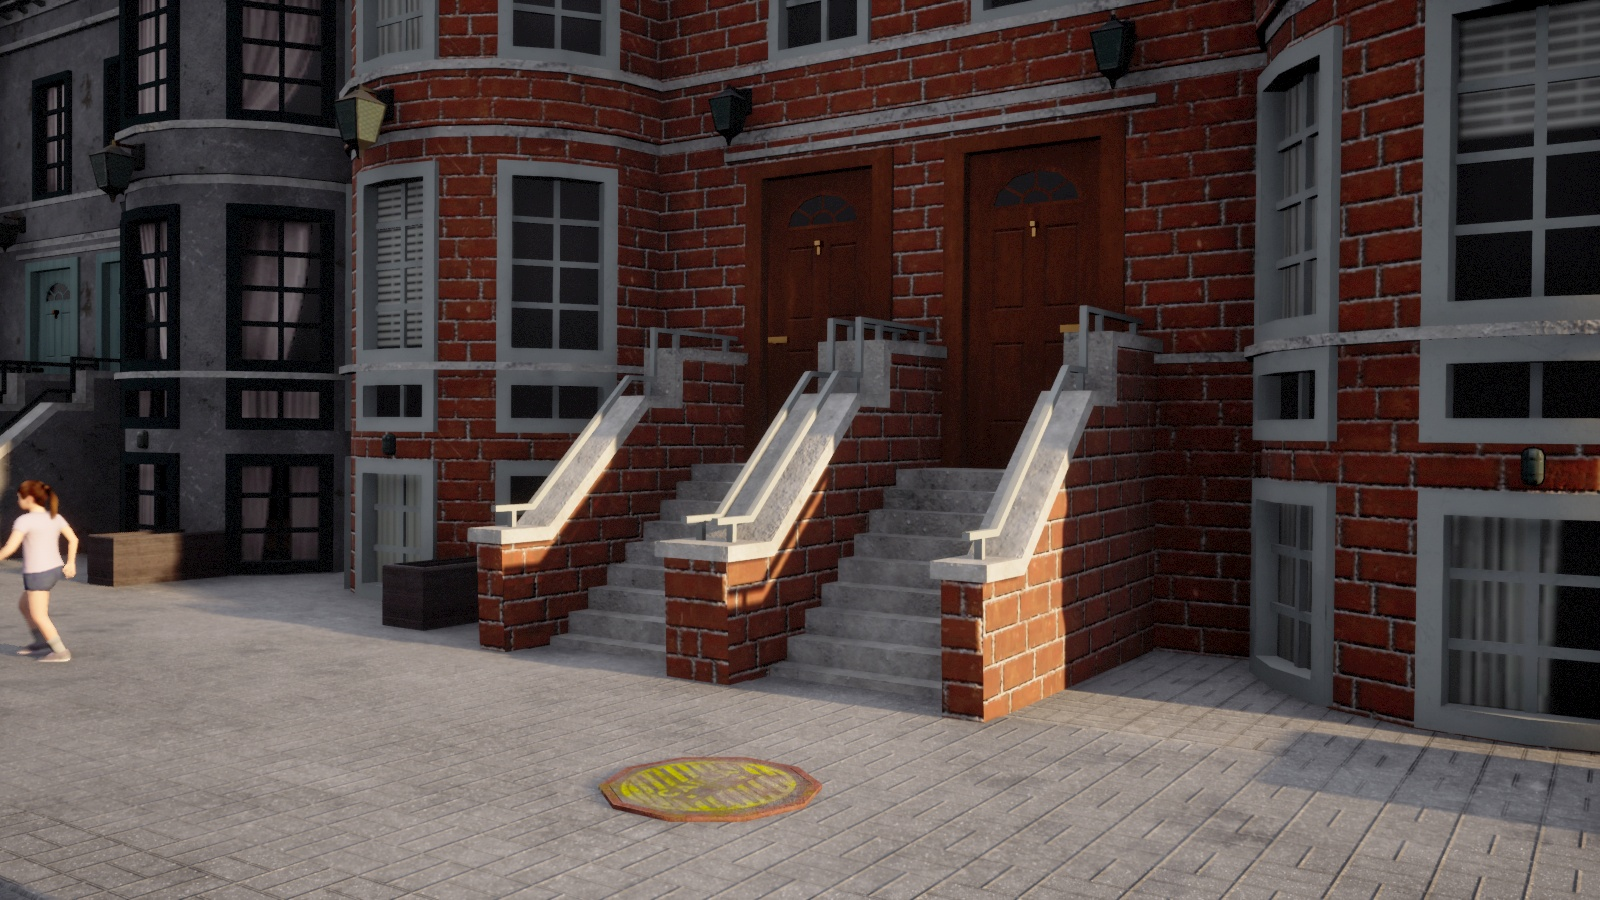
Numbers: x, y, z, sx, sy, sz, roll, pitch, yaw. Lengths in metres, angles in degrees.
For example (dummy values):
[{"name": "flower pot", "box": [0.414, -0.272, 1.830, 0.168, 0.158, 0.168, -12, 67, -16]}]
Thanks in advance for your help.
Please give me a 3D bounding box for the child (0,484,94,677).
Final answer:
[{"name": "child", "box": [-4.434, 0.760, 7.397, 0.394, 1.110, 0.255, -1, 1, 1]}]
